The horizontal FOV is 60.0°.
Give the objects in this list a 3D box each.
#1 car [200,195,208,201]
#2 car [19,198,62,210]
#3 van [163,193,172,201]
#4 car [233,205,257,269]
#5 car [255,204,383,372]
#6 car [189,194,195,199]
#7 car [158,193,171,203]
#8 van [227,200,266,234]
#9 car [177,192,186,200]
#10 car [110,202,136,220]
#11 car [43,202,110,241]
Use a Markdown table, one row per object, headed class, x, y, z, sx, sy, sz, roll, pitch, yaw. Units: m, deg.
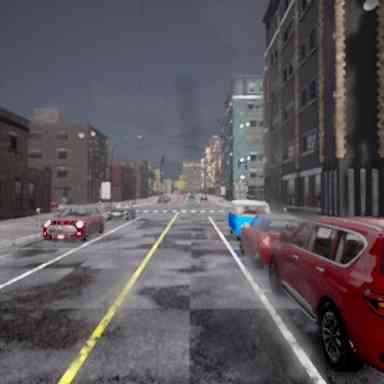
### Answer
| class | x | y | z | sx | sy | sz | roll | pitch | yaw |
| --- | --- | --- | --- | --- | --- | --- | --- | --- | --- |
| car | 2.726 | 1.304 | 76.581 | 1.967 | 1.590 | 4.097 | 1 | 0 | 0 |
| car | -19.288 | 1.539 | 42.456 | 4.507 | 1.381 | 1.887 | 0 | -1 | 1 |
| van | -5.651 | 1.205 | 76.523 | 1.690 | 1.788 | 3.998 | 1 | 0 | 0 |
| car | 2.709 | 1.421 | 10.967 | 1.967 | 1.590 | 4.097 | 1 | 0 | 0 |
| car | 2.710 | 1.305 | 5.560 | 2.192 | 1.841 | 5.009 | 1 | 0 | 0 |
| car | 0.024 | 1.283 | 89.910 | 2.033 | 1.411 | 5.357 | 0 | 0 | 0 |
| car | -5.735 | 1.429 | 65.154 | 1.887 | 1.381 | 4.507 | 1 | 0 | 0 |
| van | 2.712 | 1.313 | 16.374 | 1.690 | 1.788 | 3.998 | 1 | 0 | 0 |
| car | -2.975 | 1.054 | 93.440 | 2.150 | 2.045 | 5.566 | 0 | 0 | 0 |
| car | -5.669 | 1.504 | 27.198 | 2.008 | 1.369 | 4.403 | 1 | 0 | 0 |
| car | -5.669 | 1.412 | 16.384 | 1.967 | 1.590 | 4.097 | 1 | 0 | 0 |
